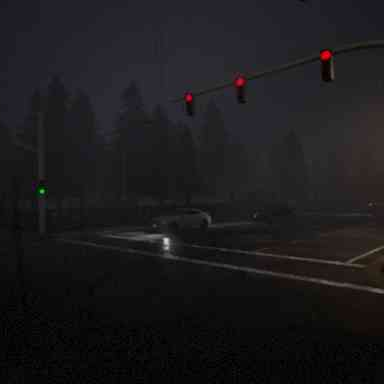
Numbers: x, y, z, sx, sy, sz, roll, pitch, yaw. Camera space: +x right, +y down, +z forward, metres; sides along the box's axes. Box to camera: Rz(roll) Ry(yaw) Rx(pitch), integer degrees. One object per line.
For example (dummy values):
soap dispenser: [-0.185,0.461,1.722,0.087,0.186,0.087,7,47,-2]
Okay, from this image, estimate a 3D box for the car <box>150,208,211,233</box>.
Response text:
car: [-0.689,1.826,22.409,1.812,1.442,4.674,-2,-1,45]

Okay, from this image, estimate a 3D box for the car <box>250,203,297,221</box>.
car: [7.218,1.722,29.345,4.902,1.511,2.128,-1,-1,-38]

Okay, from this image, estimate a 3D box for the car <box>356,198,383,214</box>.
car: [20.188,1.404,36.215,4.553,1.767,2.097,-1,-1,-17]
